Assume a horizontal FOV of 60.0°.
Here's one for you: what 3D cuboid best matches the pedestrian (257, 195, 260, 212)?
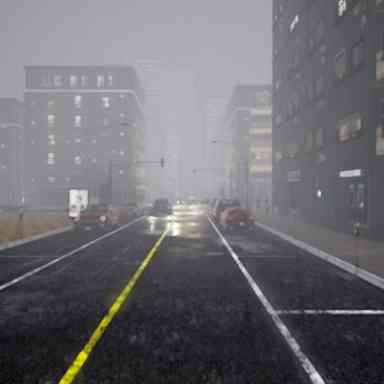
[{"bbox_3d":[7.141,1.227,35.878,0.375,1.860,0.375,0,0,0],"label":"pedestrian"}]

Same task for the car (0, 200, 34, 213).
[{"bbox_3d":[-22.397,1.978,42.078,4.403,1.369,2.008,-1,1,0],"label":"car"}]

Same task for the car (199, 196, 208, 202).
[{"bbox_3d":[2.696,1.739,80.284,1.887,1.381,4.507,0,0,0],"label":"car"}]

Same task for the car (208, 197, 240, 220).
[{"bbox_3d":[2.686,1.369,25.793,2.192,1.841,5.009,0,0,0],"label":"car"}]

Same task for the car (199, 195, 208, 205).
[{"bbox_3d":[2.694,1.729,63.714,1.802,1.307,4.206,0,0,0],"label":"car"}]

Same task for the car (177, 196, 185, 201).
[{"bbox_3d":[-2.986,1.820,90.458,1.895,1.301,4.718,0,0,0],"label":"car"}]

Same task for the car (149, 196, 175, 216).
[{"bbox_3d":[-3.018,1.422,33.629,2.097,1.767,4.553,0,0,0],"label":"car"}]

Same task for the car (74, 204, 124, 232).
[{"bbox_3d":[-5.695,1.481,20.267,1.967,1.590,4.097,0,0,0],"label":"car"}]

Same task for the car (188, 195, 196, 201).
[{"bbox_3d":[0.013,1.725,91.505,1.812,1.442,4.674,0,0,0],"label":"car"}]

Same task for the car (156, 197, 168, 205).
[{"bbox_3d":[-5.687,1.712,63.727,1.947,1.339,4.313,0,0,0],"label":"car"}]

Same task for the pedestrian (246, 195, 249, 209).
[{"bbox_3d":[6.141,1.226,37.078,0.375,1.860,0.375,0,0,0],"label":"pedestrian"}]

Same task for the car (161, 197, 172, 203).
[{"bbox_3d":[-5.686,1.744,74.775,1.947,1.339,4.313,0,0,0],"label":"car"}]

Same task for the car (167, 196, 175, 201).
[{"bbox_3d":[-5.683,1.772,91.345,1.887,1.381,4.507,0,0,0],"label":"car"}]

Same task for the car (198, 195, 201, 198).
[{"bbox_3d":[2.695,1.728,69.238,1.947,1.339,4.313,0,0,0],"label":"car"}]

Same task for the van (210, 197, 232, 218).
[{"bbox_3d":[2.687,1.408,31.320,1.690,1.788,3.998,0,0,0],"label":"van"}]

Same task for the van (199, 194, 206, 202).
[{"bbox_3d":[2.695,1.552,85.808,1.690,1.788,3.998,0,0,0],"label":"van"}]

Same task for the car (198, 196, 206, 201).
[{"bbox_3d":[2.698,1.794,91.332,1.947,1.339,4.313,0,0,0],"label":"car"}]

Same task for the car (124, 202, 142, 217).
[{"bbox_3d":[-5.692,1.648,31.322,1.802,1.307,4.206,0,0,0],"label":"car"}]

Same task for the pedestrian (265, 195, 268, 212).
[{"bbox_3d":[8.141,1.245,36.477,0.375,1.860,0.375,0,0,0],"label":"pedestrian"}]

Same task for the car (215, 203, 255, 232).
[{"bbox_3d":[2.687,1.586,20.264,1.887,1.381,4.507,0,0,0],"label":"car"}]

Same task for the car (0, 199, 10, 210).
[{"bbox_3d":[-30.264,1.935,50.659,4.097,1.590,1.967,-1,1,0],"label":"car"}]
